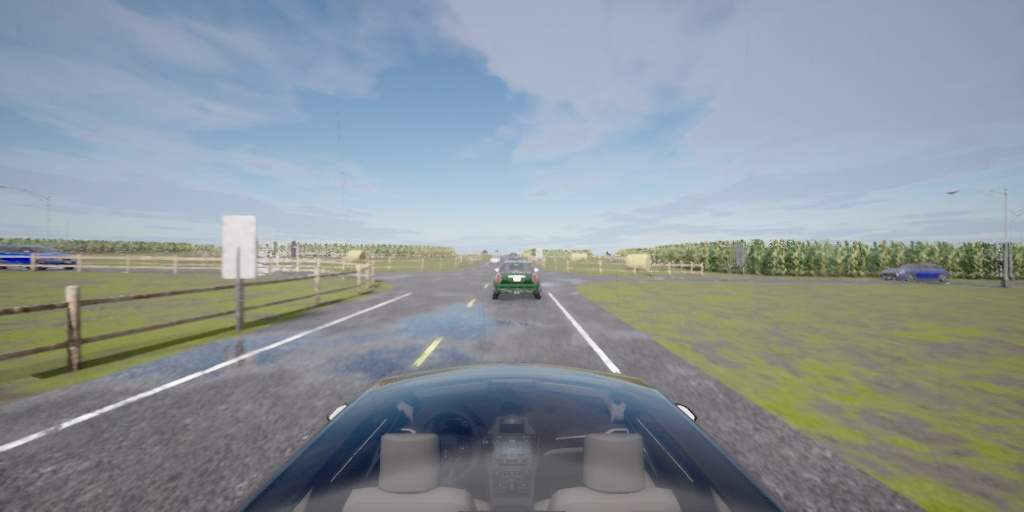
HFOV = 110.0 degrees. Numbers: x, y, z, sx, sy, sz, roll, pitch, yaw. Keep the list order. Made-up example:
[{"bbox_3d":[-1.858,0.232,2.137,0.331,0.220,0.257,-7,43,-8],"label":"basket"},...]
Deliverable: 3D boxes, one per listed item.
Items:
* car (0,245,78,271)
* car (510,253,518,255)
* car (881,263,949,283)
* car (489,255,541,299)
[{"bbox_3d":[-39.923,0.144,30.054,5.566,2.045,2.150,1,0,1],"label":"car"},{"bbox_3d":[0.363,0.847,37.411,2.097,1.767,4.553,0,0,0],"label":"car"},{"bbox_3d":[36.906,1.485,32.941,4.553,1.767,2.097,1,0,1],"label":"car"},{"bbox_3d":[0.224,0.993,17.369,2.097,1.767,4.553,0,0,1],"label":"car"}]
